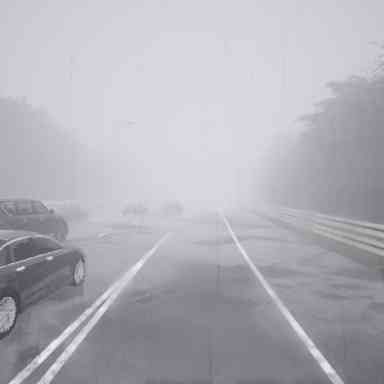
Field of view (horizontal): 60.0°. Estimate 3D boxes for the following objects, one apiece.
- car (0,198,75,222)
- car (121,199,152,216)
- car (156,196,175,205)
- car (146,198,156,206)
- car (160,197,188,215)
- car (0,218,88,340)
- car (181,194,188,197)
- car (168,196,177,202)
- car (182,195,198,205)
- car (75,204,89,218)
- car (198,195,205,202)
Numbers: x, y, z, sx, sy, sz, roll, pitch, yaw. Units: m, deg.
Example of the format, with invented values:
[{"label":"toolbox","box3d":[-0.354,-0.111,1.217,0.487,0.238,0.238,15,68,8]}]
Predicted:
[{"label":"car","box3d":[-6.833,1.238,12.793,2.150,2.045,5.566,0,0,3]},{"label":"car","box3d":[-5.643,1.719,33.713,1.895,1.301,4.718,0,0,3]},{"label":"car","box3d":[-4.337,1.778,56.650,2.033,1.411,5.357,0,0,3]},{"label":"car","box3d":[-7.603,1.756,60.846,1.812,1.442,4.674,0,0,3]},{"label":"car","box3d":[-1.977,1.645,36.505,2.128,1.511,4.902,0,0,3]},{"label":"car","box3d":[-3.683,1.514,6.566,1.837,1.490,4.892,0,0,3]},{"label":"car","box3d":[-1.743,1.632,90.611,2.150,2.045,5.566,0,0,6]},{"label":"car","box3d":[-5.247,1.887,90.781,1.837,1.490,4.892,0,0,6]},{"label":"car","box3d":[-0.439,1.850,63.434,1.994,1.385,4.181,0,0,3]},{"label":"car","box3d":[-9.595,1.622,25.907,1.994,1.385,4.181,0,0,3]},{"label":"car","box3d":[1.751,1.928,90.399,1.837,1.490,4.892,0,0,6]}]
